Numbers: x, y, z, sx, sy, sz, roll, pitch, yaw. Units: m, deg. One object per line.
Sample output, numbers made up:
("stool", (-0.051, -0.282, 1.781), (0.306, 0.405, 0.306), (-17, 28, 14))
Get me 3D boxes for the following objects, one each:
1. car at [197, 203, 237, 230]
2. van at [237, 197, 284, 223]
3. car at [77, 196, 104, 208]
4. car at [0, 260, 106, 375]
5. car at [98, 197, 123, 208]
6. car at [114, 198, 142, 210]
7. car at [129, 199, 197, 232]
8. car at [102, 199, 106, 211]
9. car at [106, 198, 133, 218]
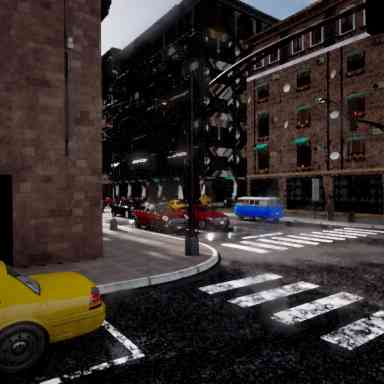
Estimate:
("car", (0.437, 1.508, 21.274), (1.812, 1.442, 4.674), (-1, 0, -34))
("van", (4.926, 1.280, 24.944), (1.690, 1.788, 3.998), (0, 0, -36))
("car", (-14.368, 1.429, 46.970), (2.128, 1.511, 4.902), (-1, 0, -35))
("car", (-3.554, 1.525, 4.029), (4.829, 1.417, 1.752), (0, 0, -36))
("car", (-11.725, 1.462, 47.837), (1.887, 1.381, 4.507), (-1, 0, -36))
("car", (-8.395, 1.463, 43.258), (1.887, 1.381, 4.507), (-1, 0, -36))
("car", (-1.863, 1.440, 20.030), (1.967, 1.590, 4.097), (0, 0, -36))
("car", (-11.881, 1.182, 38.219), (2.150, 2.045, 5.566), (-1, 0, -36))
("car", (-5.609, 1.473, 29.581), (1.837, 1.490, 4.892), (-1, 0, -36))
